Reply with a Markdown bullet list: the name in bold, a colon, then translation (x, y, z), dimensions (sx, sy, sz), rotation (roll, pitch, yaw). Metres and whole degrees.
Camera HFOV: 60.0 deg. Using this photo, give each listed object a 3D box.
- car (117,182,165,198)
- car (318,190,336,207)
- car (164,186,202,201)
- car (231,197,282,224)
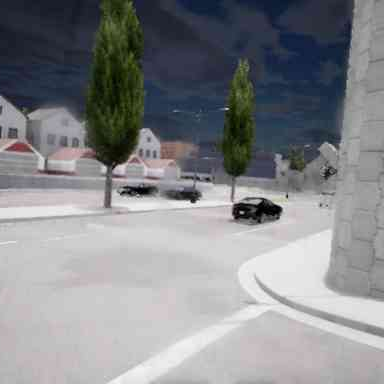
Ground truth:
- **car**: translation (-5.518, -0.275, 34.102), dimensions (2.128, 1.511, 4.902), rotation (6, 3, 35)
- **car**: translation (16.886, 0.875, 40.061), dimensions (2.150, 2.045, 5.566), rotation (6, 3, 35)
- **car**: translation (-0.966, 0.108, 34.549), dimensions (2.033, 1.411, 5.357), rotation (6, 3, 34)
- **car**: translation (4.393, 1.091, 21.919), dimensions (1.882, 1.535, 5.008), rotation (6, 4, 34)
